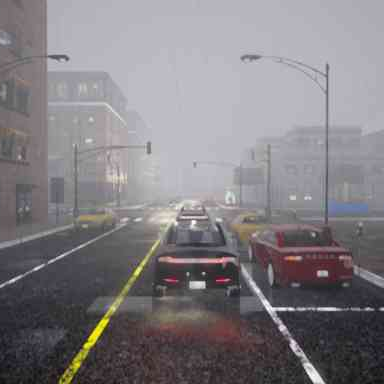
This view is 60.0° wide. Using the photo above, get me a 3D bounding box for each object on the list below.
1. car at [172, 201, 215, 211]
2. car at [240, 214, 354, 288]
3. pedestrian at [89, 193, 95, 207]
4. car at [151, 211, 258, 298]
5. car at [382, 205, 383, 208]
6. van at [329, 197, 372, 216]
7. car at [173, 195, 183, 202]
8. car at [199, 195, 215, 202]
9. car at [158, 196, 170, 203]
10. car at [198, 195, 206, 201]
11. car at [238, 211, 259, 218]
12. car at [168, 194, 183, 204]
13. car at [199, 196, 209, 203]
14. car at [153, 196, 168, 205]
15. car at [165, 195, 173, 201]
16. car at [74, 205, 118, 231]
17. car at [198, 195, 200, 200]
[{"bbox_3d":[0.061,1.468,18.855,2.128,1.511,4.902,0,0,0],"label":"car"},{"bbox_3d":[2.666,1.532,9.029,1.887,1.381,4.507,0,0,0],"label":"car"},{"bbox_3d":[-12.721,1.023,42.275,0.375,1.860,0.375,0,0,-1],"label":"pedestrian"},{"bbox_3d":[0.084,1.479,8.485,2.128,1.511,4.902,0,0,0],"label":"car"},{"bbox_3d":[25.402,1.516,39.699,4.829,1.417,1.752,0,0,-1],"label":"car"},{"bbox_3d":[14.591,1.371,31.215,3.998,1.788,1.690,0,0,-1],"label":"van"},{"bbox_3d":[-3.161,1.504,75.376,1.994,1.385,4.181,0,0,0],"label":"car"},{"bbox_3d":[2.571,1.392,52.895,1.967,1.590,4.097,0,0,0],"label":"car"},{"bbox_3d":[-5.845,1.502,69.955,2.008,1.369,4.403,0,0,0],"label":"car"},{"bbox_3d":[2.499,1.507,87.076,2.008,1.369,4.403,-1,0,0],"label":"car"},{"bbox_3d":[2.653,1.506,14.897,1.752,1.417,4.829,0,0,0],"label":"car"},{"bbox_3d":[-3.187,1.498,60.322,2.033,1.411,5.357,0,0,0],"label":"car"},{"bbox_3d":[2.535,1.502,69.986,2.008,1.369,4.403,0,0,0],"label":"car"},{"bbox_3d":[-5.821,1.502,58.562,2.008,1.369,4.403,0,0,0],"label":"car"},{"bbox_3d":[-5.882,1.481,86.875,1.752,1.417,4.829,0,0,0],"label":"car"},{"bbox_3d":[-5.739,1.500,20.240,1.752,1.417,4.829,0,0,0],"label":"car"},{"bbox_3d":[2.547,1.533,64.289,1.802,1.307,4.206,0,0,0],"label":"car"}]
